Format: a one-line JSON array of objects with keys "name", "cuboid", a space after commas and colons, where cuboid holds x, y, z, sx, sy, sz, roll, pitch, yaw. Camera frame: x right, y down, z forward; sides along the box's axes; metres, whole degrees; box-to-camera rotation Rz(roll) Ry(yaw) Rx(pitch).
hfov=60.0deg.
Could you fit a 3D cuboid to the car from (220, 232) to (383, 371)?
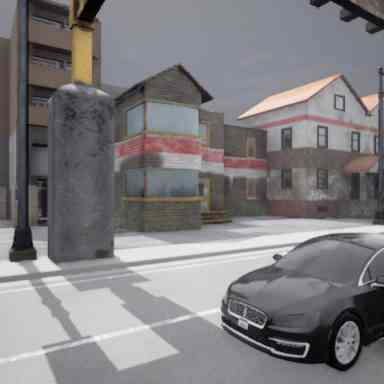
[{"name": "car", "cuboid": [2.720, 1.525, 5.766, 4.892, 1.490, 1.837, 0, 0, -33]}]
